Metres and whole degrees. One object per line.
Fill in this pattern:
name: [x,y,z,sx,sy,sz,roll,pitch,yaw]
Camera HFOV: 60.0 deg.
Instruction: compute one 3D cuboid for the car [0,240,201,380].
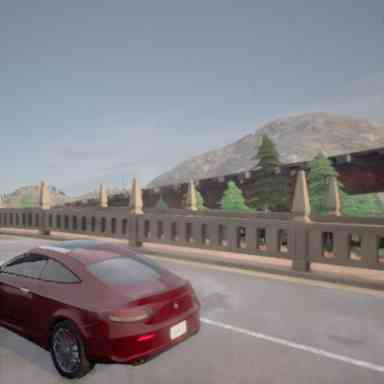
car: [-2.033,1.532,5.475,4.674,1.442,1.812,0,0,36]
